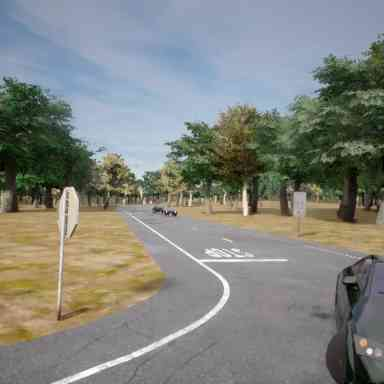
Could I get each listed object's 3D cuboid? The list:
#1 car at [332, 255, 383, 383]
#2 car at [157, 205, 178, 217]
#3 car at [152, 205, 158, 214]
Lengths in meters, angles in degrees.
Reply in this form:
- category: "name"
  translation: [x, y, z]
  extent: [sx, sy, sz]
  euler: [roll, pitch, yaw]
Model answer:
- category: "car"
  translation: [3.110, 1.643, 4.624]
  extent: [1.994, 1.385, 4.181]
  euler: [1, -1, 22]
- category: "car"
  translation: [-3.419, 2.851, 48.036]
  extent: [1.895, 1.301, 4.718]
  euler: [3, -2, -13]
- category: "car"
  translation: [-5.662, 2.962, 56.886]
  extent: [1.882, 1.535, 5.008]
  euler: [3, -2, -14]
